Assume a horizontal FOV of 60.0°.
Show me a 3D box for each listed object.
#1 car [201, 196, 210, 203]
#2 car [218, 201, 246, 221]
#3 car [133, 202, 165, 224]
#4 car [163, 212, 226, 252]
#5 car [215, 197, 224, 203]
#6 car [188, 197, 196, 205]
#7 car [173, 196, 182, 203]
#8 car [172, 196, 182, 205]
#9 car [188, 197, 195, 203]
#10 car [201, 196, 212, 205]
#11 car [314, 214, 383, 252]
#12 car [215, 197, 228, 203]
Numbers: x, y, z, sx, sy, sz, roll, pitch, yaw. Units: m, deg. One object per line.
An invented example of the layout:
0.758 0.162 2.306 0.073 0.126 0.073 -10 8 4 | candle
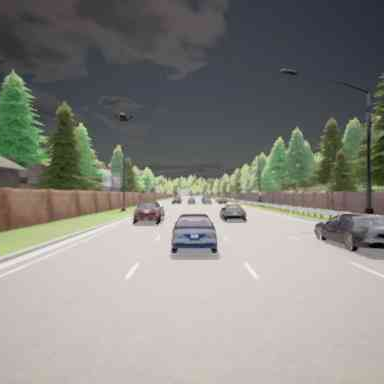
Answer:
3.444 1.842 84.887 2.097 1.767 4.553 0 0 0 | car
3.581 1.778 29.532 1.994 1.385 4.181 0 0 0 | car
-3.417 1.551 27.060 2.097 1.767 4.553 0 0 0 | car
0.090 1.654 14.472 2.033 1.411 5.357 0 0 0 | car
6.944 1.964 84.918 1.882 1.535 5.008 0 0 0 | car
-0.049 2.081 74.493 2.033 1.411 5.357 0 0 0 | car
-3.556 1.844 84.882 2.097 1.767 4.553 0 0 0 | car
-3.550 2.069 74.907 1.812 1.442 4.674 0 0 0 | car
-0.056 2.013 84.913 1.812 1.442 4.674 0 0 0 | car
3.451 2.079 74.495 2.033 1.411 5.357 0 0 0 | car
7.090 1.651 14.442 2.033 1.411 5.357 0 0 0 | car
6.951 2.064 74.498 2.128 1.511 4.902 0 0 0 | car
